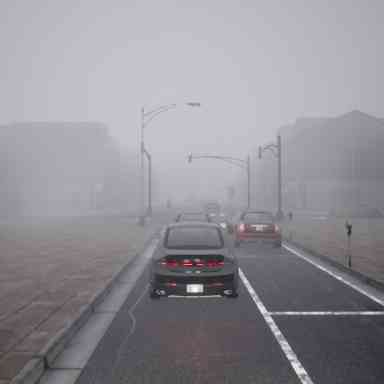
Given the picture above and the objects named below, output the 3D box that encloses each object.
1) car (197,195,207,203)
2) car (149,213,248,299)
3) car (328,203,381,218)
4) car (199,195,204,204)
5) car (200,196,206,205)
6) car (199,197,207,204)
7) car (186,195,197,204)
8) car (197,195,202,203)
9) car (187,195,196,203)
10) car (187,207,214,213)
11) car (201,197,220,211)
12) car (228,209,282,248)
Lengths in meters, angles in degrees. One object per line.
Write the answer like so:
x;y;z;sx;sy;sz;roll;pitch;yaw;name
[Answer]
2.446;1.735;79.692;2.192;1.841;5.009;1;-1;0;car
0.017;1.512;8.484;1.837;1.490;4.892;0;0;-1;car
14.484;1.630;29.740;4.181;1.385;1.994;0;-2;0;car
2.515;1.702;52.671;1.752;1.417;4.829;1;0;0;car
2.529;1.705;47.064;1.947;1.339;4.313;1;0;0;car
2.456;1.892;74.421;1.752;1.417;4.829;1;-1;0;car
-0.179;1.570;72.172;2.150;2.045;5.566;0;-1;0;car
2.485;1.829;63.376;1.947;1.339;4.313;1;-1;0;car
-0.220;1.676;82.581;2.150;2.045;5.566;0;-1;0;car
0.050;1.619;15.959;1.895;1.301;4.718;0;0;0;car
2.544;1.672;41.627;1.947;1.339;4.313;1;0;0;car
2.621;1.457;14.881;1.967;1.590;4.097;2;0;0;car
